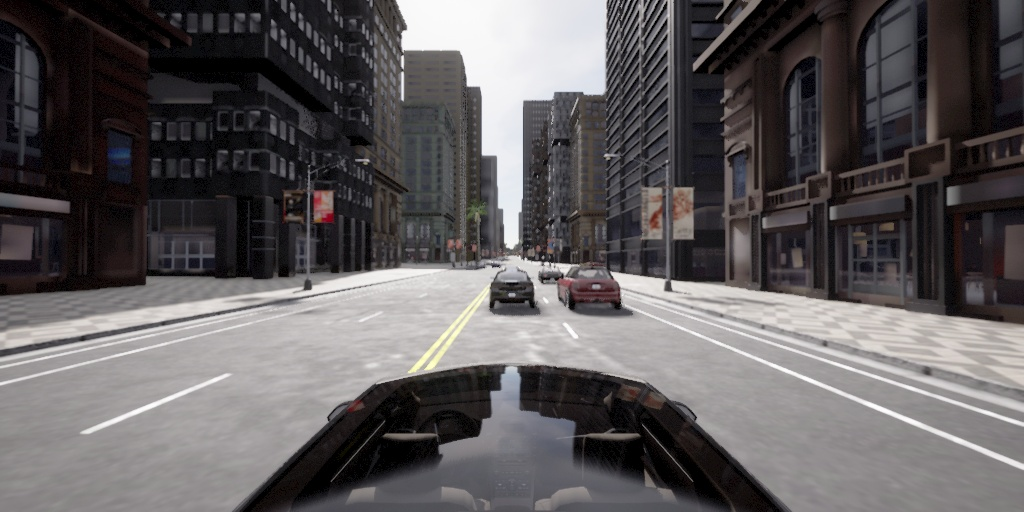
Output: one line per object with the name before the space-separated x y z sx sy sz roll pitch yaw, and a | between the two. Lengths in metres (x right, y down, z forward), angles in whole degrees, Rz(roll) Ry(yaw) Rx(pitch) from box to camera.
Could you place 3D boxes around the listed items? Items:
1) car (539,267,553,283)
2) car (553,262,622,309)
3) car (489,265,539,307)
car | 3.257 1.615 30.959 1.895 1.301 4.718 0 0 0
car | 3.255 1.230 15.932 2.097 1.767 4.553 0 -1 0
car | 0.009 1.361 16.319 1.882 1.535 5.008 0 0 0
